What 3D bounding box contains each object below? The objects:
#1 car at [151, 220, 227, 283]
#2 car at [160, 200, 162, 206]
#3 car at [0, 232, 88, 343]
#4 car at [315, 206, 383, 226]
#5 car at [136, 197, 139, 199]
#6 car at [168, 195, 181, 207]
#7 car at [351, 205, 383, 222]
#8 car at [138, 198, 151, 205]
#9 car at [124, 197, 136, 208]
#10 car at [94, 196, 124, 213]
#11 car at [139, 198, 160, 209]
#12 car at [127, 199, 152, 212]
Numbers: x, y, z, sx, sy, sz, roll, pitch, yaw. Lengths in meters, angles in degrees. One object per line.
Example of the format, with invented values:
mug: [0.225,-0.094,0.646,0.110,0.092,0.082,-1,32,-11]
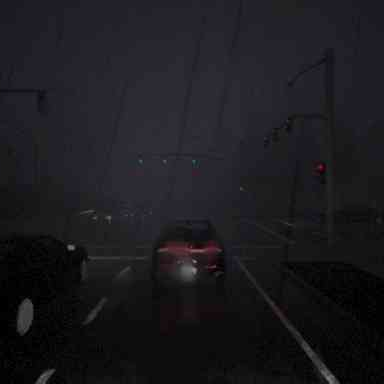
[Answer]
car: [-0.093,1.562,9.857,2.128,1.511,4.902,0,0,-1]
car: [-6.710,1.977,62.956,1.812,1.442,4.674,0,0,0]
car: [-3.549,1.528,6.556,1.882,1.535,5.008,0,0,-1]
car: [12.037,1.713,24.652,5.357,1.411,2.033,0,0,2]
car: [-10.238,1.793,61.124,2.097,1.767,4.553,0,0,1]
car: [-3.101,1.770,58.778,2.097,1.767,4.553,0,0,0]
car: [16.188,1.787,28.021,4.718,1.301,1.895,0,0,2]
car: [-10.126,1.990,71.194,1.882,1.535,5.008,0,0,0]
car: [-10.336,1.875,51.213,1.837,1.490,4.892,0,0,0]
car: [-10.412,1.523,41.387,2.150,2.045,5.566,0,0,0]
car: [-6.819,1.945,53.133,1.994,1.385,4.181,0,0,1]
car: [-6.884,1.920,44.366,1.895,1.301,4.718,0,0,0]
